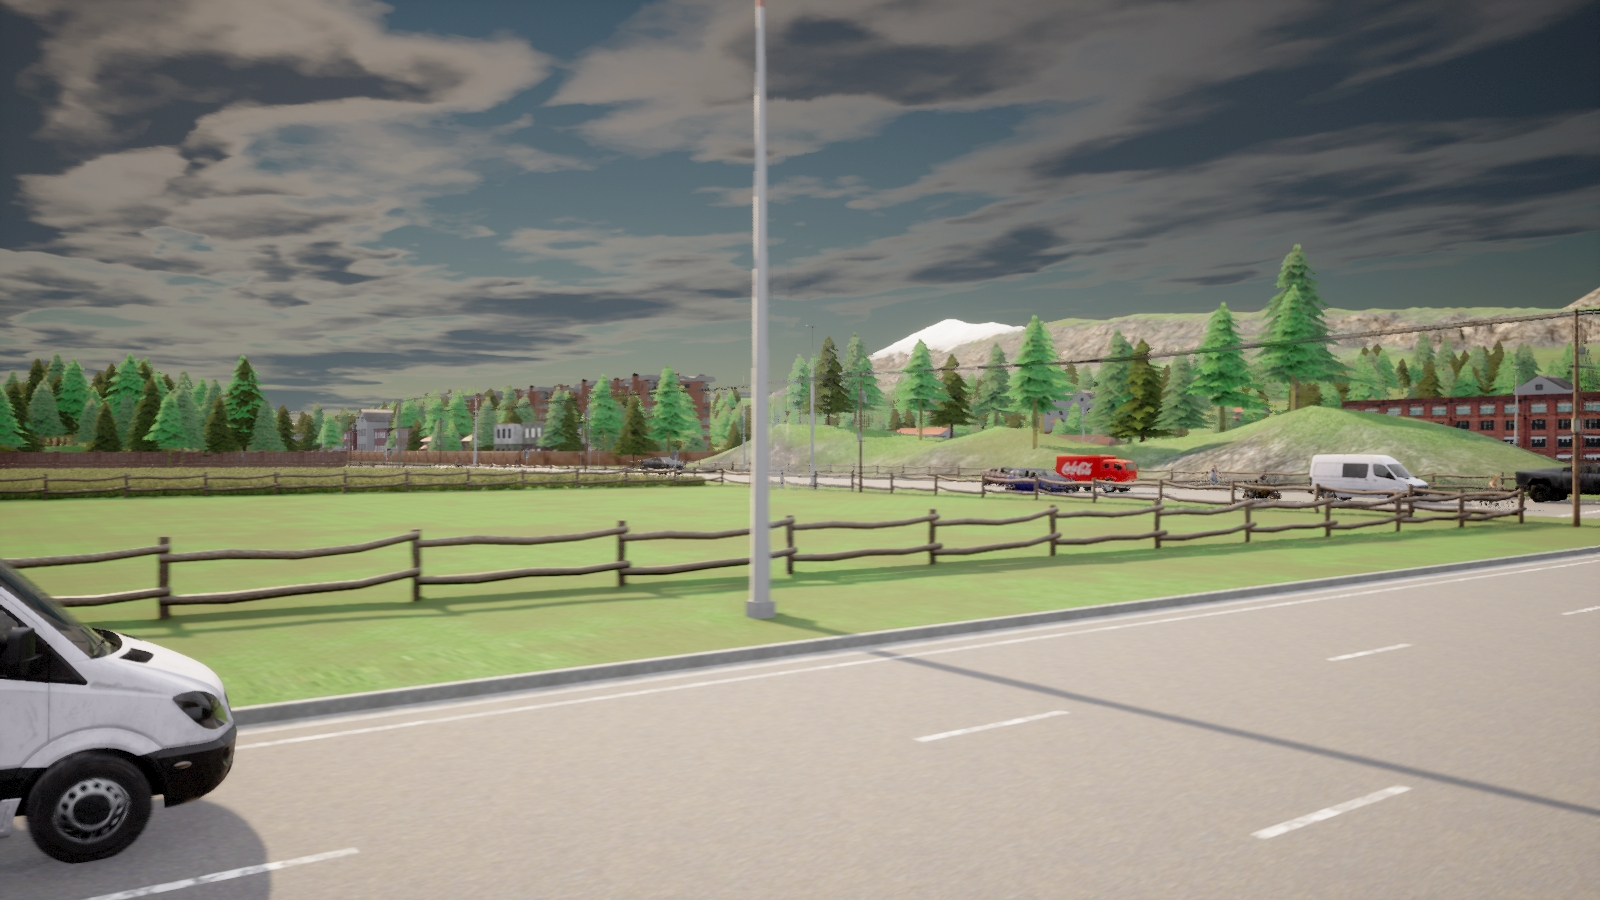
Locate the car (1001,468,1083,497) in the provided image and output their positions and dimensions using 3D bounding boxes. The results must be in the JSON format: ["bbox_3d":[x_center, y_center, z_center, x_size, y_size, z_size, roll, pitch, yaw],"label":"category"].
[{"bbox_3d":[14.976,1.971,70.886,2.242,1.667,4.611,0,0,-36],"label":"car"}]

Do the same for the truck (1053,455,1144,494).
[{"bbox_3d":[19.623,1.568,75.331,2.627,2.467,5.204,0,0,-44],"label":"truck"}]

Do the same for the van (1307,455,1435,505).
[{"bbox_3d":[30.571,1.538,61.366,1.988,2.561,5.915,0,0,-36],"label":"van"}]

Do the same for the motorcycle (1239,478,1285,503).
[{"bbox_3d":[25.317,2.208,62.641,0.867,1.251,2.209,0,0,-36],"label":"motorcycle"}]

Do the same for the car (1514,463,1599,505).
[{"bbox_3d":[40.905,1.756,59.132,2.390,2.098,6.274,0,0,-36],"label":"car"}]

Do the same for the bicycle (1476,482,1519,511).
[{"bbox_3d":[32.355,2.160,53.028,0.859,1.276,1.487,0,0,-37],"label":"bicycle"}]

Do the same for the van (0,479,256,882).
[{"bbox_3d":[-6.956,1.535,7.442,5.915,2.561,1.988,0,0,-35],"label":"van"}]
